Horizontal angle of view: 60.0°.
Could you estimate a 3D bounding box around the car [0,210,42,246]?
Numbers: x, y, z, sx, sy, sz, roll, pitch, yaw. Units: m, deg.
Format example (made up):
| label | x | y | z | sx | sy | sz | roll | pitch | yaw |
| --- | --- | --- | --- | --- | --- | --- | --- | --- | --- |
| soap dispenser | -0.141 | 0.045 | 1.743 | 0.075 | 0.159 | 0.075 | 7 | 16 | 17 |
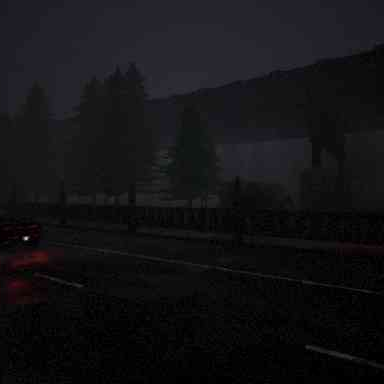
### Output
| label | x | y | z | sx | sy | sz | roll | pitch | yaw |
| --- | --- | --- | --- | --- | --- | --- | --- | --- | --- |
| car | -8.297 | 1.515 | 14.087 | 4.892 | 1.490 | 1.837 | 0 | 0 | 36 |
